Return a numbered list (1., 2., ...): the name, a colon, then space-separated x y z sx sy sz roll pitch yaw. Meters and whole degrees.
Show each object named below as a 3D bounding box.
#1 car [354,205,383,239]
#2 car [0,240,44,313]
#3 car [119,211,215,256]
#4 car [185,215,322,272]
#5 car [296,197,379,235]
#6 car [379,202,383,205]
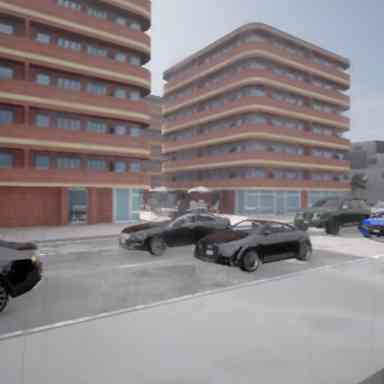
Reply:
1. car: 10.724 1.601 17.139 5.008 1.535 1.882 1 0 -35
2. car: -5.251 1.485 5.770 4.902 1.511 2.128 1 0 -35
3. car: -0.487 1.540 13.457 4.902 1.511 2.128 0 0 -35
4. car: 2.120 1.618 11.033 4.181 1.385 1.994 1 0 -37
5. car: 8.563 1.347 19.898 5.566 2.045 2.150 1 -1 -35
6. car: 13.179 1.338 23.073 4.674 1.442 1.812 0 0 -35
